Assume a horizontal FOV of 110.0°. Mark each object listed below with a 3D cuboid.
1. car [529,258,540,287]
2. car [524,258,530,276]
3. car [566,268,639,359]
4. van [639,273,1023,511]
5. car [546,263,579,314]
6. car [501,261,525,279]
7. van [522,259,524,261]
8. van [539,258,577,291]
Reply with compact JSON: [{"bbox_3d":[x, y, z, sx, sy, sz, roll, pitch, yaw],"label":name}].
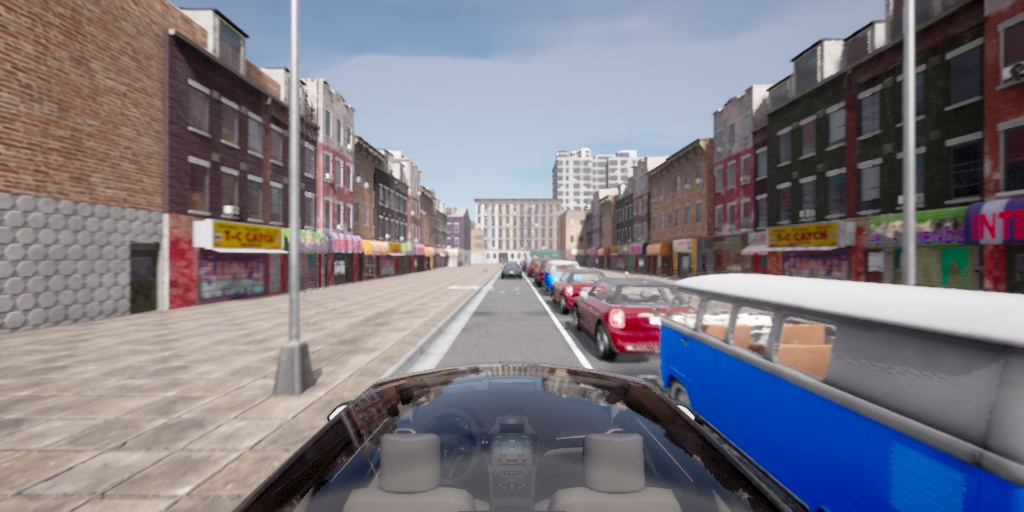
[{"bbox_3d":[2.625,1.122,24.865,2.192,1.841,5.009,0,0,0],"label":"car"},{"bbox_3d":[2.619,1.153,35.819,2.192,1.841,5.009,0,0,0],"label":"car"},{"bbox_3d":[2.634,1.206,8.442,1.967,1.591,4.097,0,0,0],"label":"car"},{"bbox_3d":[2.636,1.094,2.967,1.690,1.789,3.998,0,0,0],"label":"van"},{"bbox_3d":[2.631,1.219,13.917,1.967,1.591,4.097,0,0,0],"label":"car"},{"bbox_3d":[-0.016,1.397,33.981,1.994,1.385,4.181,0,0,1],"label":"car"},{"bbox_3d":[2.614,1.209,46.769,1.690,1.789,3.998,0,0,0],"label":"van"},{"bbox_3d":[2.628,1.134,19.393,1.690,1.789,3.998,0,0,0],"label":"van"}]
